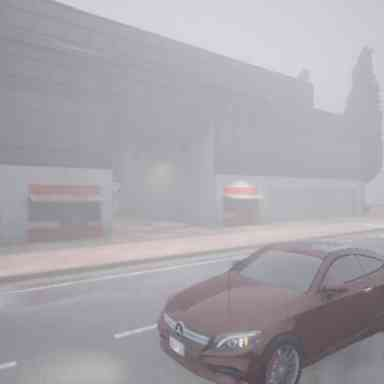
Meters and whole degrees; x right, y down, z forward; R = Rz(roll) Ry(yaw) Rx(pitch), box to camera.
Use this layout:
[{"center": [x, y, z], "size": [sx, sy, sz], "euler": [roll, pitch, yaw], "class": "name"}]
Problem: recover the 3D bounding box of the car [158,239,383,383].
[{"center": [1.726, 1.530, 5.188], "size": [4.674, 1.442, 1.812], "euler": [0, 0, -35], "class": "car"}]
